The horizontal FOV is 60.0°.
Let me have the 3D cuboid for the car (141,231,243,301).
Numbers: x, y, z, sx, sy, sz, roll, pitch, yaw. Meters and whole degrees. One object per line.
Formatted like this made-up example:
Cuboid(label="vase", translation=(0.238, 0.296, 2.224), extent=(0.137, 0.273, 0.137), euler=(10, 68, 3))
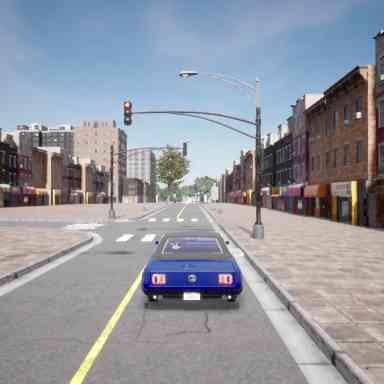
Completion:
Cuboid(label="car", translation=(0.009, 1.612, 8.267), extent=(1.895, 1.301, 4.718), euler=(0, 0, 0))
